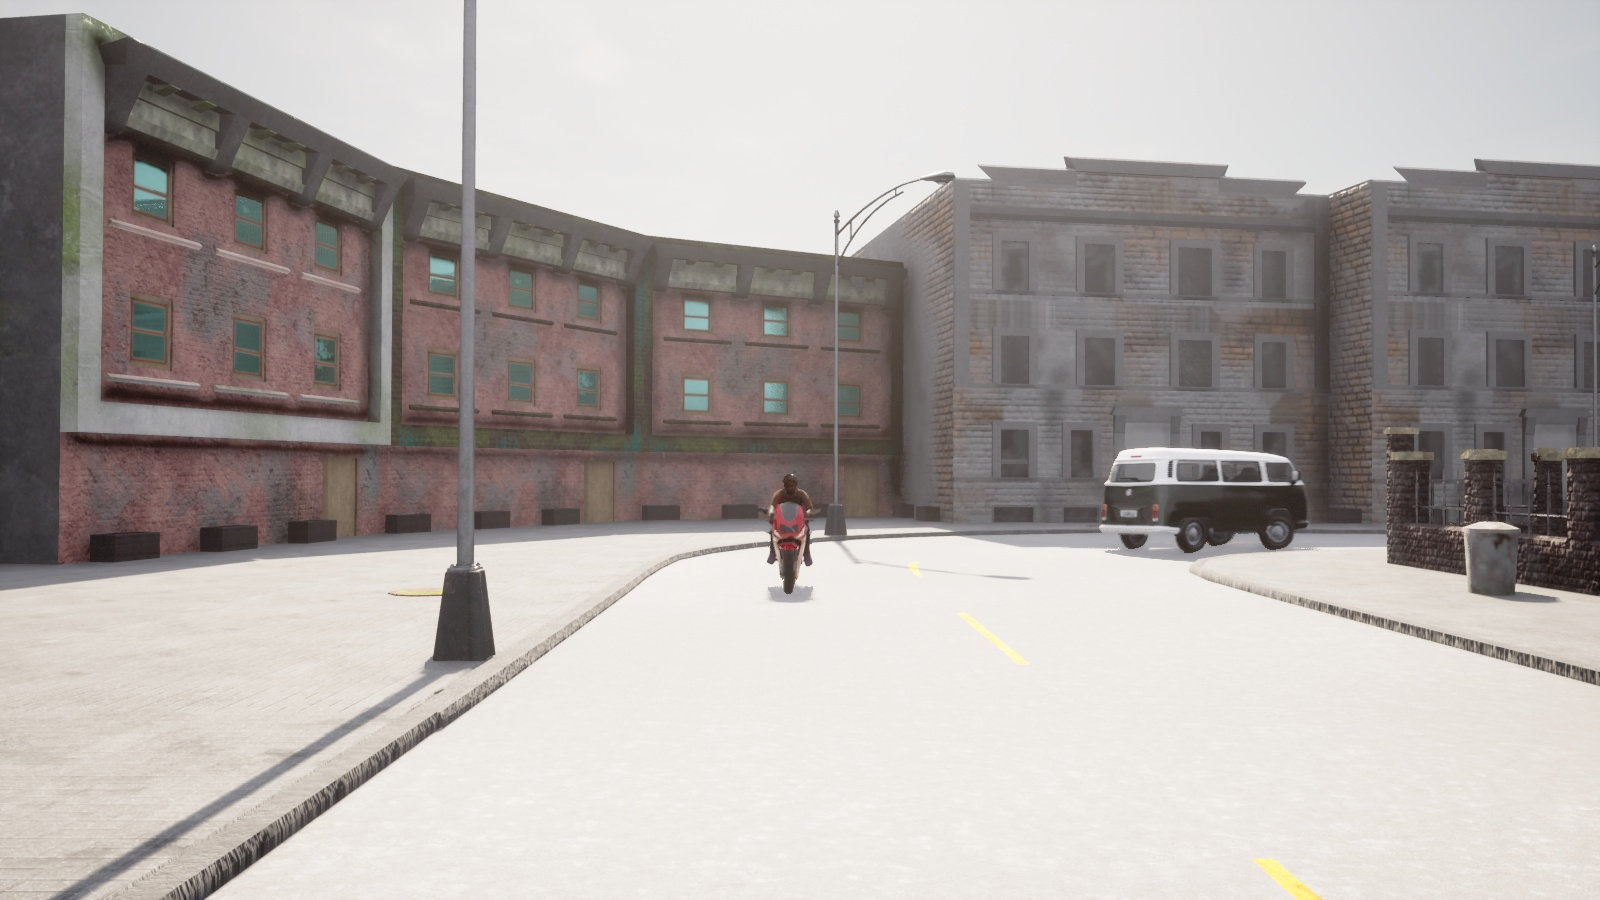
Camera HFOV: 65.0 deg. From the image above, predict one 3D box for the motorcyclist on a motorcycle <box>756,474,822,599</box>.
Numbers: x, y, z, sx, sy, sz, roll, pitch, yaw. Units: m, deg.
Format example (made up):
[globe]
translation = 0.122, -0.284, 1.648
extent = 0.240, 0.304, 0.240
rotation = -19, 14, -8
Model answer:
[motorcyclist on a motorcycle]
translation = -0.125, 1.071, 16.334
extent = 0.797, 1.523, 2.044
rotation = 0, -1, 1

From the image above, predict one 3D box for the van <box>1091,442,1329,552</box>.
[van]
translation = 8.328, 0.932, 25.472
extent = 4.480, 2.038, 2.069
rotation = 0, -2, -30
